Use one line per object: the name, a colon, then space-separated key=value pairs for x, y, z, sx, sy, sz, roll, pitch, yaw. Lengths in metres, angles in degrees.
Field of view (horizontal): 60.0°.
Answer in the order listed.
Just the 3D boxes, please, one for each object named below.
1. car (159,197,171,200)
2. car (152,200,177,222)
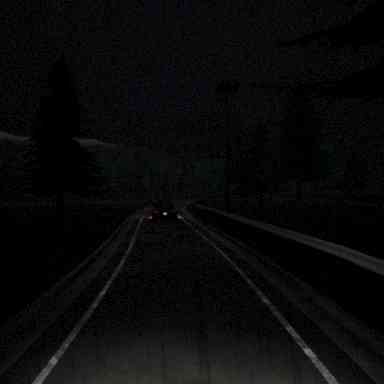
car: x=-3.447 y=1.444 z=42.592 sx=2.097 sy=1.767 sz=4.553 roll=0 pitch=0 yaw=-2
car: x=-2.250 y=1.623 z=27.184 sx=1.994 sy=1.385 sz=4.181 roll=0 pitch=0 yaw=-6
